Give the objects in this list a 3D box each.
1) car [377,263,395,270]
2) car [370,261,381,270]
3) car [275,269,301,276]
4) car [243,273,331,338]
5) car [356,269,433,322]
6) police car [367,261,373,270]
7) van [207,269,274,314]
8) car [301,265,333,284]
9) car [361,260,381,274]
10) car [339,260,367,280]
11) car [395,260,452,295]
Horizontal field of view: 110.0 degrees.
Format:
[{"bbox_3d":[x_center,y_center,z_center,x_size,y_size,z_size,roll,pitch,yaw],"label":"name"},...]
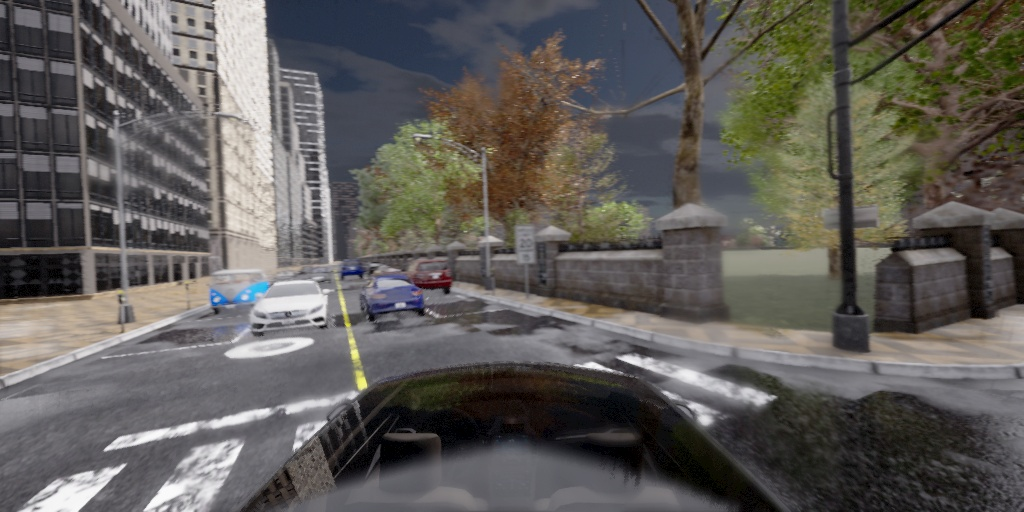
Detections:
[{"bbox_3d":[-9.765,1.531,29.665,1.802,1.307,4.207,0,0,-27],"label":"car"},{"bbox_3d":[-12.354,1.541,34.849,1.751,1.417,4.829,0,0,-27],"label":"car"},{"bbox_3d":[-19.712,1.917,31.312,2.007,1.370,4.403,0,0,-27],"label":"car"},{"bbox_3d":[-7.005,1.510,11.636,1.812,1.442,4.674,-3,1,-27],"label":"car"},{"bbox_3d":[-4.487,1.388,13.183,1.812,1.442,4.674,-3,1,-26],"label":"car"},{"bbox_3d":[-16.855,1.555,44.451,1.930,1.638,5.238,-3,1,-27],"label":"police car"},{"bbox_3d":[-12.169,1.511,16.209,1.690,1.789,3.998,0,0,-27],"label":"van"},{"bbox_3d":[-16.912,1.734,31.519,2.128,1.511,4.902,-3,1,-26],"label":"car"},{"bbox_3d":[-19.941,1.565,50.578,2.097,1.767,4.553,-3,1,-27],"label":"car"},{"bbox_3d":[-17.434,1.425,38.984,2.150,2.045,5.566,-3,1,-26],"label":"car"},{"bbox_3d":[-4.739,1.133,19.600,2.192,1.841,5.009,0,0,-27],"label":"car"}]
